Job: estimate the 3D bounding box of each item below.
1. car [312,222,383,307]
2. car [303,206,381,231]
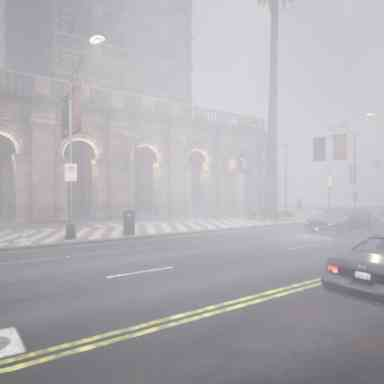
[{"bbox_3d":[5.099,1.541,7.413,5.357,1.411,2.033,0,0,-35],"label":"car"},{"bbox_3d":[8.628,1.533,18.756,5.357,1.411,2.033,0,0,-35],"label":"car"}]
